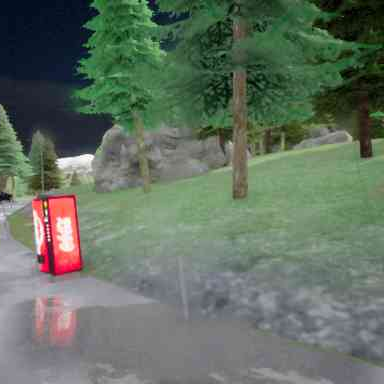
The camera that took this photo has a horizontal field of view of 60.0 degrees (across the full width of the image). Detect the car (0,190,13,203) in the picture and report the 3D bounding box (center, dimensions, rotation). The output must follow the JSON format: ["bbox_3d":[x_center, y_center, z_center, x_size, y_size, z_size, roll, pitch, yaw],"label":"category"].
[{"bbox_3d":[-22.104,0.532,37.767,1.812,1.442,4.674,-3,3,-5],"label":"car"}]

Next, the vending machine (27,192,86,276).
[{"bbox_3d":[-3.778,1.125,9.296,1.100,2.100,0.880,-6,0,-44],"label":"vending machine"}]
